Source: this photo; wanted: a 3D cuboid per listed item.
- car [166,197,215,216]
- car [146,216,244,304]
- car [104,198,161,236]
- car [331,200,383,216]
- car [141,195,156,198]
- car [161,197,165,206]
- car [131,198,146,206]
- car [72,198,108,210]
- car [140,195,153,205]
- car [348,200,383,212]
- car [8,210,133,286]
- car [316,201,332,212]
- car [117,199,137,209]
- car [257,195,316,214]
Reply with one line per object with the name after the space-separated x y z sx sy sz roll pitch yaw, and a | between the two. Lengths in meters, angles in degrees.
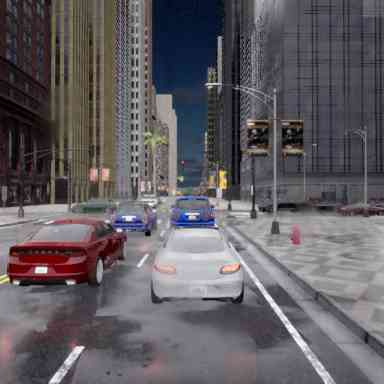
0.041 1.257 17.762 2.150 2.045 5.566 0 0 1 | car
0.105 1.534 8.060 1.812 1.442 4.674 0 0 0 | car
-3.135 1.391 18.659 2.097 1.767 4.553 0 0 0 | car
15.339 1.577 30.151 4.206 1.307 1.802 0 0 -1 | car
-6.557 1.452 50.959 2.150 2.045 5.566 0 0 0 | car
-6.520 1.804 60.671 1.837 1.490 4.892 0 0 1 | car
-9.769 1.826 60.827 1.812 1.442 4.674 0 0 1 | car
-10.406 1.481 35.455 4.553 1.767 2.097 0 0 -1 | car
-9.691 1.608 71.401 2.150 2.045 5.566 0 0 0 | car
20.856 1.643 38.757 4.313 1.339 1.947 0 0 -1 | car
-3.144 1.489 9.432 1.882 1.535 5.008 0 0 0 | car
15.216 1.662 38.674 4.313 1.339 1.947 0 0 -1 | car
-9.805 1.778 50.918 2.033 1.411 5.357 0 0 0 | car
9.890 1.303 35.782 5.566 2.045 2.150 0 -1 -2 | car
